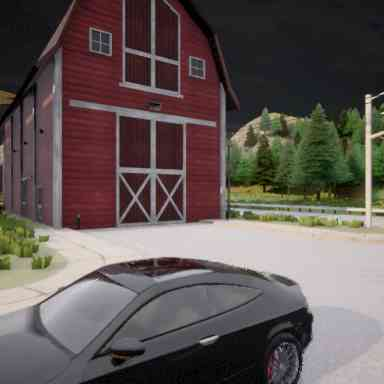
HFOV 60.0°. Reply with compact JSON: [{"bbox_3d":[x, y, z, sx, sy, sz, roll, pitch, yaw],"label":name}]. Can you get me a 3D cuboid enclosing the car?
[{"bbox_3d":[-0.568,1.527,3.598,4.674,1.442,1.812,0,0,-36],"label":"car"}]
